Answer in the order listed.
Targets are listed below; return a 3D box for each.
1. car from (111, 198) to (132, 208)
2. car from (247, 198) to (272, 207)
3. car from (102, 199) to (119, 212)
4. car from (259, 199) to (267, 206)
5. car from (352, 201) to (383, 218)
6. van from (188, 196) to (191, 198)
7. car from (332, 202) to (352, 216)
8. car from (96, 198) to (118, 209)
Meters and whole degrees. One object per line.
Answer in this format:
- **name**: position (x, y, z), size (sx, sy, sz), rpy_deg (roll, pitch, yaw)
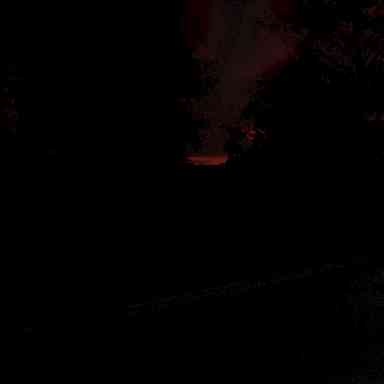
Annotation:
- **car**: position (-13.059, 1.975, 61.610), size (2.185, 1.767, 4.553), rpy_deg (0, 0, -36)
- **car**: position (13.039, 2.028, 64.232), size (2.002, 1.452, 4.674), rpy_deg (0, 0, -36)
- **car**: position (-12.005, 2.143, 46.316), size (2.231, 1.521, 4.892), rpy_deg (0, 0, -36)
- **car**: position (10.657, 1.750, 62.562), size (2.435, 2.045, 5.566), rpy_deg (0, 0, -36)
- **car**: position (15.853, 1.516, 26.568), size (2.128, 1.511, 4.902), rpy_deg (4, -2, -26)
- **van**: position (-1.743, 1.804, 69.882), size (1.878, 1.987, 4.442), rpy_deg (0, 0, -36)
- **car**: position (15.627, 1.756, 33.815), size (1.882, 1.535, 5.008), rpy_deg (4, -3, -33)
- **car**: position (-15.375, 1.989, 60.031), size (2.185, 1.767, 4.553), rpy_deg (0, 0, -36)
